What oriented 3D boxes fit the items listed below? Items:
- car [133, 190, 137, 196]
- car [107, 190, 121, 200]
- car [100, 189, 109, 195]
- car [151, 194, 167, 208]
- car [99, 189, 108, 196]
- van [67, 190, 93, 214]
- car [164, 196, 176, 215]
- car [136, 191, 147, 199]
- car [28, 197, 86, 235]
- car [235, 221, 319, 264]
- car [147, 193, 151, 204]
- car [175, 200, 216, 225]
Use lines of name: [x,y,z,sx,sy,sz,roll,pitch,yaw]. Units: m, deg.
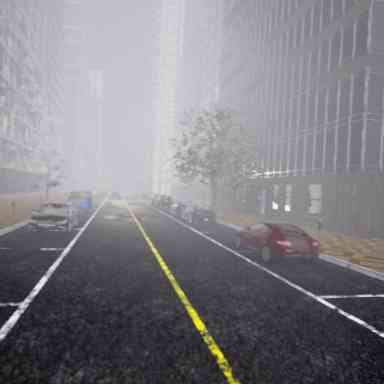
car: [-13.544,0.432,84.296,1.947,1.339,4.313,3,0,-13]
car: [-12.897,0.573,55.981,1.837,1.490,4.892,3,0,-13]
car: [-21.704,0.027,82.431,1.802,1.307,4.206,3,0,-13]
car: [-3.386,1.091,39.909,1.967,1.590,4.097,3,0,-13]
car: [-20.433,0.091,76.881,1.887,1.381,4.507,3,0,-13]
van: [-9.001,0.761,26.943,1.690,1.788,3.998,3,0,-13]
car: [-0.854,1.391,28.813,2.008,1.369,4.403,3,0,-13]
car: [-9.736,0.713,67.652,1.887,1.381,4.507,3,0,-13]
car: [-6.474,1.152,15.846,2.008,1.369,4.403,3,0,-13]
car: [2.953,1.692,12.168,1.802,1.307,4.206,3,0,-13]
car: [-4.655,0.996,45.457,1.967,1.590,4.097,3,0,-13]
car: [0.416,1.483,23.265,2.008,1.369,4.403,3,0,-13]
